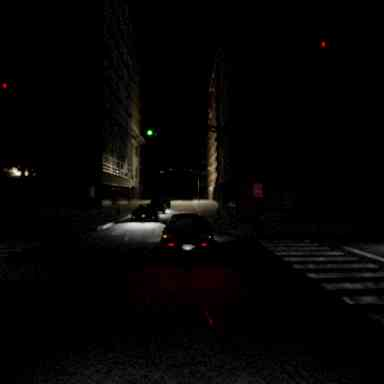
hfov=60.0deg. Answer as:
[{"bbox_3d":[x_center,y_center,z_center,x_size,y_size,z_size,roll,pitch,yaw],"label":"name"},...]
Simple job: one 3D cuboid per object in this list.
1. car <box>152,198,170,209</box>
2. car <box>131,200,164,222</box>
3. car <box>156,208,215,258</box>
[{"bbox_3d":[-3.818,1.549,36.678,1.837,1.490,4.892,0,0,-1],"label":"car"},{"bbox_3d":[-3.646,1.593,26.726,1.994,1.385,4.181,0,0,-1],"label":"car"},{"bbox_3d":[-0.178,1.548,12.662,1.812,1.442,4.674,0,0,-1],"label":"car"}]
